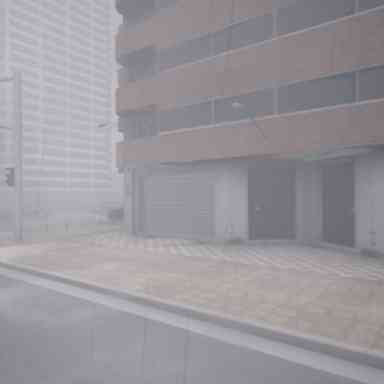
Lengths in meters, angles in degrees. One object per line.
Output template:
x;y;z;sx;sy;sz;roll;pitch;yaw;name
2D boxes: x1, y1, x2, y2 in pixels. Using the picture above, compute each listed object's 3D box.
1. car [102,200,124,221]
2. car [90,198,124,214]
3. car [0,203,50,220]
-4.989;1.705;28.864;1.882;1.535;5.008;-1;-1;36;car
-9.966;1.846;40.116;1.837;1.490;4.892;-1;0;37;car
-16.126;1.842;31.795;1.837;1.490;4.892;-1;0;36;car
